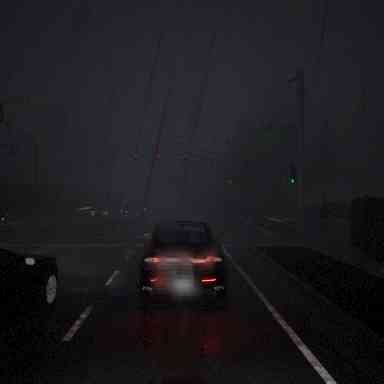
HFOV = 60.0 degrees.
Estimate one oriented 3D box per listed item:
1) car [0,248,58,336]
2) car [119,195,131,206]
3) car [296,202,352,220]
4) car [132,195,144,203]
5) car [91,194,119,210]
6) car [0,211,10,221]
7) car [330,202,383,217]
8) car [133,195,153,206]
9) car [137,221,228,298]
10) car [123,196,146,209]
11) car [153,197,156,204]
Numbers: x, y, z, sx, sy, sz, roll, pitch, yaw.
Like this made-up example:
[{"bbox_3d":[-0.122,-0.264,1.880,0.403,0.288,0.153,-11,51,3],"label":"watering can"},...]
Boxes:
[{"bbox_3d":[-3.612,1.478,4.854,1.882,1.535,5.008,0,0,-2],"label":"car"},{"bbox_3d":[-11.587,1.505,53.248,1.837,1.490,4.892,0,0,-1],"label":"car"},{"bbox_3d":[11.395,1.547,27.211,5.357,1.411,2.033,0,0,0],"label":"car"},{"bbox_3d":[-11.840,1.478,73.229,1.882,1.535,5.008,0,0,-1],"label":"car"},{"bbox_3d":[-11.435,1.221,43.420,2.150,2.045,5.566,0,0,-2],"label":"car"},{"bbox_3d":[-16.060,1.547,23.731,5.357,1.411,2.033,0,0,0],"label":"car"},{"bbox_3d":[15.467,1.601,30.676,4.718,1.301,1.895,0,0,0],"label":"car"},{"bbox_3d":[-8.115,1.564,55.250,1.994,1.385,4.181,0,0,-1],"label":"car"},{"bbox_3d":[-0.245,1.492,8.518,2.128,1.511,4.902,0,0,-2],"label":"car"},{"bbox_3d":[-7.977,1.601,46.483,1.895,1.301,4.718,0,0,-1],"label":"car"},{"bbox_3d":[-8.234,1.526,65.072,1.812,1.442,4.674,0,0,-1],"label":"car"}]
